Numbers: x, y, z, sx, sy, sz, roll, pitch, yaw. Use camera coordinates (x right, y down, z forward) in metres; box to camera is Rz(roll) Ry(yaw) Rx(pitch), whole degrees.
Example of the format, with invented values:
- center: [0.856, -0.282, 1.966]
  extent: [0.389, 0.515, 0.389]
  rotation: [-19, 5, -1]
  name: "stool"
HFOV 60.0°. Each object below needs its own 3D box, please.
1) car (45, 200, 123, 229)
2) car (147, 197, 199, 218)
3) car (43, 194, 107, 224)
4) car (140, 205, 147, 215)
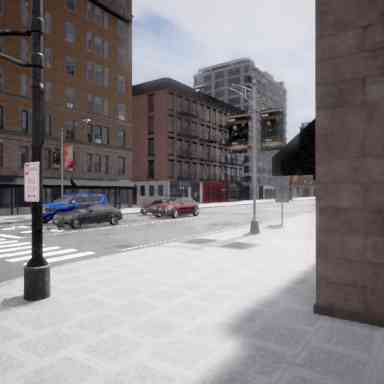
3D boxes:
- center: [-6.542, 1.468, 21.301]
  extent: [1.812, 1.442, 4.674]
  rotation: [0, 0, 37]
  name: "car"
- center: [-1.328, 1.256, 28.697]
  extent: [2.097, 1.767, 4.553]
  rotation: [0, 0, 35]
  name: "car"
- center: [-8.543, 1.166, 24.106]
  extent: [2.150, 2.045, 5.566]
  rotation: [0, 0, 35]
  name: "car"
- center: [-2.938, 1.429, 32.058]
  extent: [1.812, 1.442, 4.674]
  rotation: [0, 0, 35]
  name: "car"
